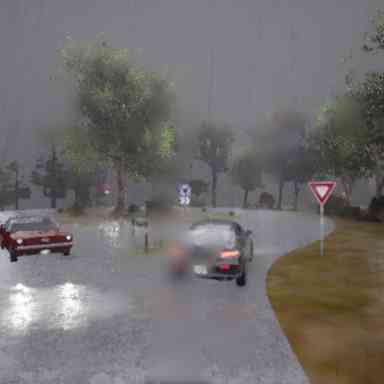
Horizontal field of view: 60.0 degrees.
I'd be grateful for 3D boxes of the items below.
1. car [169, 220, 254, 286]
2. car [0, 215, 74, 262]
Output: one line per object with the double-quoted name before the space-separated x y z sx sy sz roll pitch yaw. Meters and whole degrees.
"car" 0.684 1.505 9.392 1.812 1.442 4.674 0 0 13
"car" -5.861 1.574 12.280 1.895 1.301 4.718 0 0 -35
